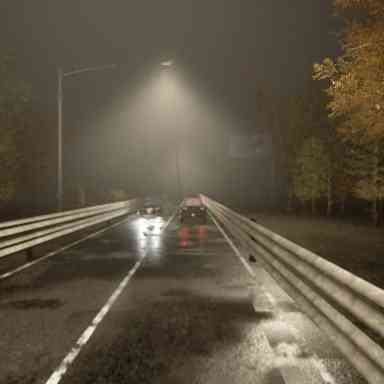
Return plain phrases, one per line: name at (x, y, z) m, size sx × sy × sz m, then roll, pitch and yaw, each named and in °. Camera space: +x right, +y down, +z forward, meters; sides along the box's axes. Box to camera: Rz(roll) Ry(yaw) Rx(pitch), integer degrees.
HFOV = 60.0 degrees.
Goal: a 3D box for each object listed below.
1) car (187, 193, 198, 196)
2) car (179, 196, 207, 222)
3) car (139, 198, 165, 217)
car at (0.065, 1.038, 41.255) m, size 2.097 × 1.767 × 4.553 m, roll 0°, pitch 0°, yaw 0°
car at (0.090, 1.305, 24.321) m, size 2.128 × 1.511 × 4.902 m, roll 0°, pitch 0°, yaw 0°
car at (-3.363, 1.273, 28.673) m, size 2.128 × 1.511 × 4.902 m, roll 0°, pitch 0°, yaw 0°
